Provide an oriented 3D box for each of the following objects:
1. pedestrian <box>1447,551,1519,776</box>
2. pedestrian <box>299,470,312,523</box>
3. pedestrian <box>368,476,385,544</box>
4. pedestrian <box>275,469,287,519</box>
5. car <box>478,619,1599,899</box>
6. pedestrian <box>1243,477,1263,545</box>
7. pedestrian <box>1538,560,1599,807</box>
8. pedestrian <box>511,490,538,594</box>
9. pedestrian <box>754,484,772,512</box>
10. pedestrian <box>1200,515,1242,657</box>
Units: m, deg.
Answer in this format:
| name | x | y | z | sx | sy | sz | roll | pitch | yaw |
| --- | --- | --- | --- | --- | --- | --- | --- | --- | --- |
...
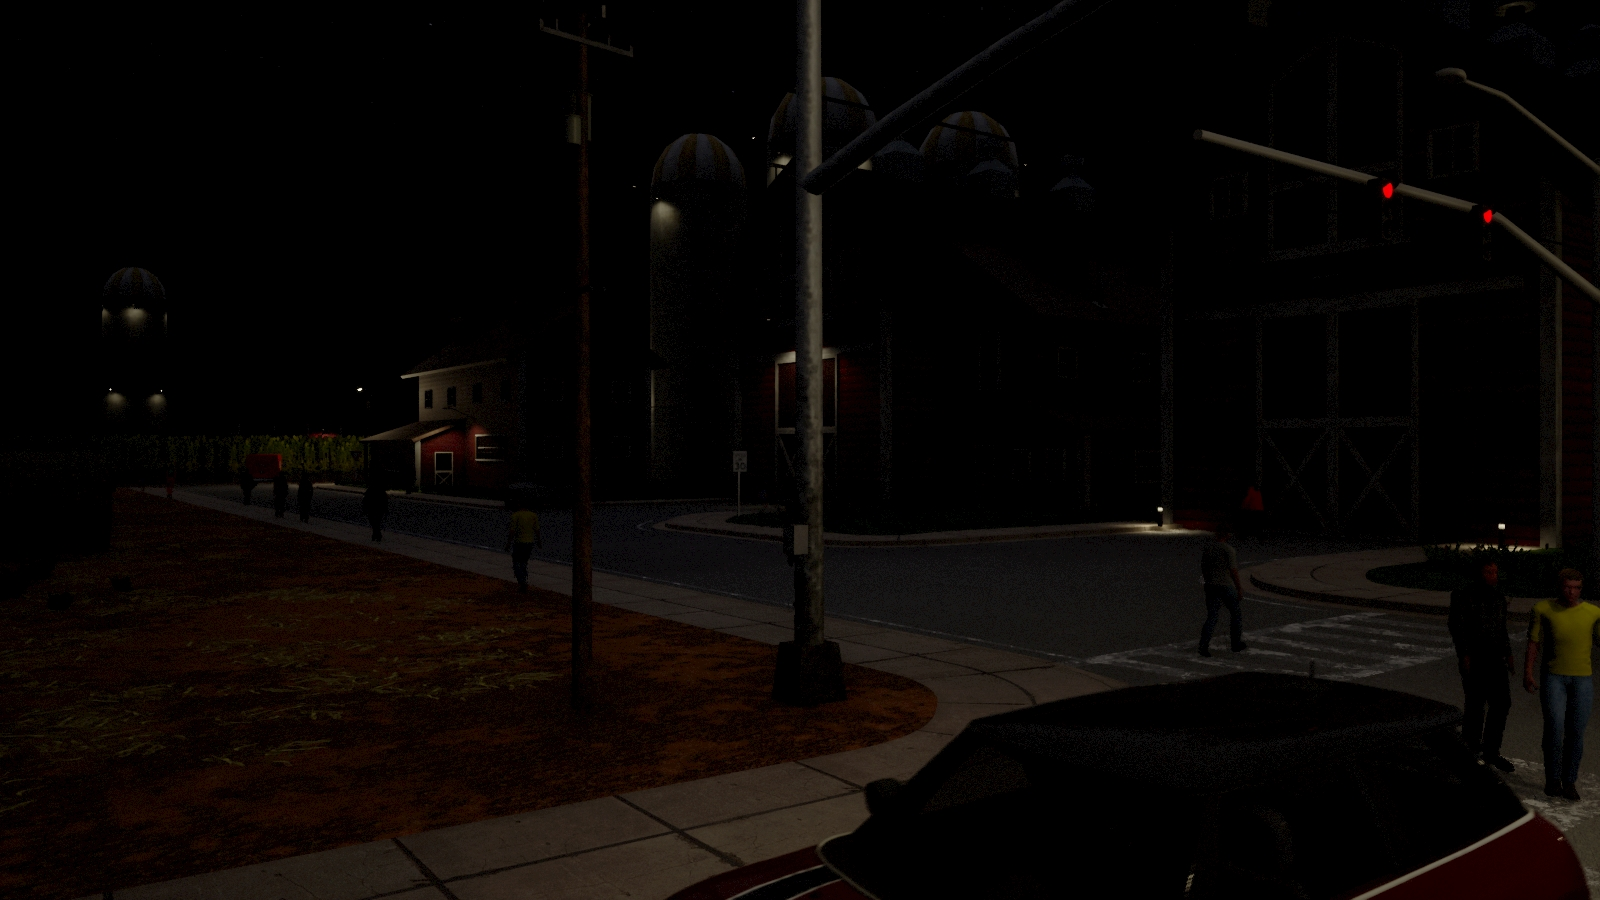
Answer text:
| name | x | y | z | sx | sy | sz | roll | pitch | yaw |
| --- | --- | --- | --- | --- | --- | --- | --- | --- | --- |
| pedestrian | 5.895 | 1.825 | 9.871 | 0.375 | 1.860 | 0.375 | 0 | 0 | -8 |
| pedestrian | -17.661 | 1.665 | 40.799 | 0.375 | 1.860 | 0.375 | 0 | 0 | -31 |
| pedestrian | -11.802 | 1.665 | 31.858 | 0.375 | 1.860 | 0.375 | 0 | 0 | -32 |
| pedestrian | -19.761 | 1.665 | 43.503 | 0.375 | 1.860 | 0.375 | 0 | 0 | -34 |
| car | 1.265 | 1.903 | 4.708 | 4.553 | 1.767 | 2.097 | 0 | 0 | -35 |
| pedestrian | 12.613 | 1.685 | 31.836 | 0.375 | 1.860 | 0.375 | 0 | 0 | -36 |
| pedestrian | 6.096 | 1.826 | 9.073 | 0.375 | 1.860 | 0.375 | 0 | 0 | 29 |
| pedestrian | -5.022 | 1.668 | 20.812 | 0.375 | 1.860 | 0.375 | 0 | 0 | -34 |
| pedestrian | -1.464 | 1.890 | 44.949 | 0.500 | 1.100 | 0.500 | 0 | 0 | 32 |
| pedestrian | 5.663 | 1.813 | 15.378 | 0.375 | 1.860 | 0.375 | 0 | 0 | -33 |
